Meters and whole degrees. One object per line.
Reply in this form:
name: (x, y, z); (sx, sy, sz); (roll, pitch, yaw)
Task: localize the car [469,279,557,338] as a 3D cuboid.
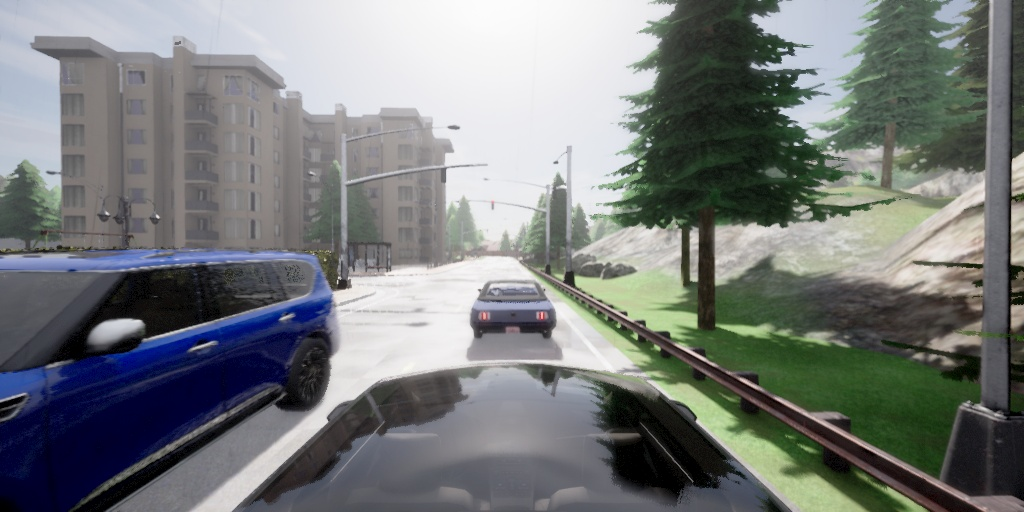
car: (-0.004, 1.263, 9.778); (1.895, 1.301, 4.718); (0, 1, -1)

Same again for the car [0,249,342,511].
car: (-3.609, 0.955, 3.097); (2.150, 2.045, 5.566); (0, 1, 0)
